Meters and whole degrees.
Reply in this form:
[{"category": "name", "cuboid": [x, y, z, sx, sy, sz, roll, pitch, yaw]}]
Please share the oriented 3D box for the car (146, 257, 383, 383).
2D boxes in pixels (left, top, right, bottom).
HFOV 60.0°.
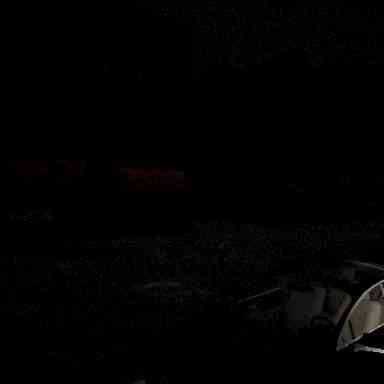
[{"category": "car", "cuboid": [1.583, 1.558, 3.947, 4.403, 1.369, 2.008, 0, 0, -36]}]
